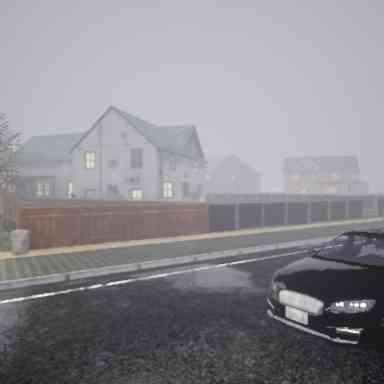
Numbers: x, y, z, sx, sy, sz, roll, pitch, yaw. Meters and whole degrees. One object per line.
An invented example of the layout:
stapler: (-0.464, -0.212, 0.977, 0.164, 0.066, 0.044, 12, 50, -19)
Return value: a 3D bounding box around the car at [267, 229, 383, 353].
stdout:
car: (3.482, 1.490, 6.167, 4.902, 1.511, 2.128, 0, 0, -35)
